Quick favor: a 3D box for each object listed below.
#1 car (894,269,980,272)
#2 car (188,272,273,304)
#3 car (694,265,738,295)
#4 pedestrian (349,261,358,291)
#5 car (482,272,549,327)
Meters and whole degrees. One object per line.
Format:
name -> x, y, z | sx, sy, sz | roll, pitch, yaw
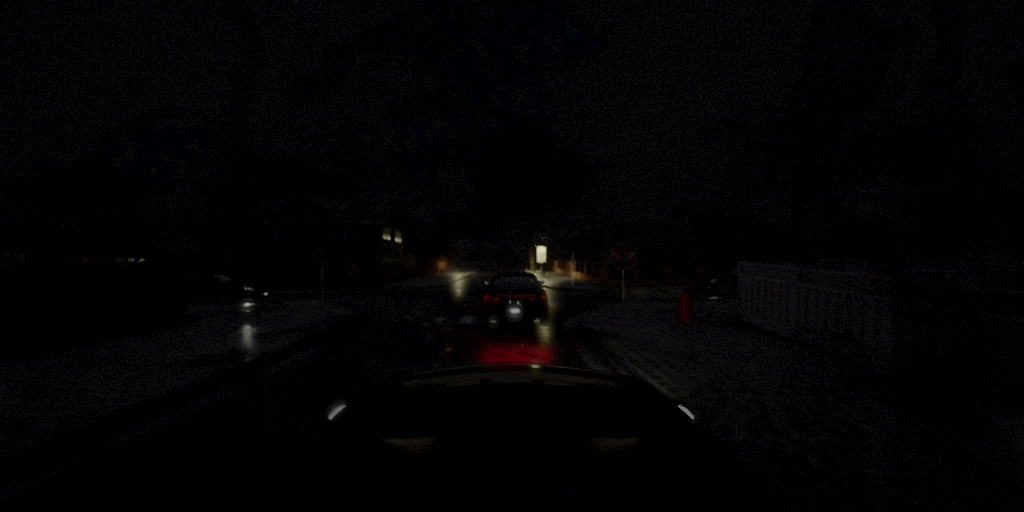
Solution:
car -> 21.689, 1.077, 18.559 | 4.892, 1.490, 1.837 | -1, -2, 1
car -> -13.305, 1.441, 16.035 | 4.674, 1.442, 1.812 | -1, -2, 0
car -> 12.179, 1.170, 18.681 | 5.008, 1.535, 1.882 | -1, -2, 1
pedestrian -> -9.673, 1.228, 21.880 | 0.375, 1.860, 0.375 | 0, -1, 1
car -> 0.088, 1.251, 11.795 | 1.882, 1.535, 5.008 | -1, 1, 0
